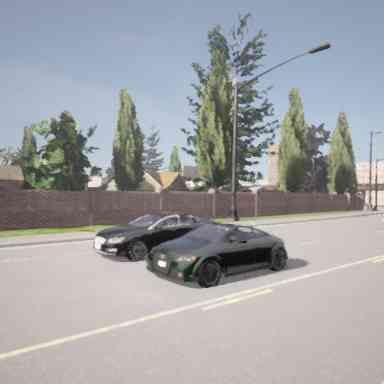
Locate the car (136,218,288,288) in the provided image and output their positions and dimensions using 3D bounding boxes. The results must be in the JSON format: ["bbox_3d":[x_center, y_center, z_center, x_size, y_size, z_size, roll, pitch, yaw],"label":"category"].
[{"bbox_3d":[0.829,1.591,9.408,4.181,1.385,1.994,1,0,-38],"label":"car"}]

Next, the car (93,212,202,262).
[{"bbox_3d":[-1.135,1.511,12.316,4.902,1.511,2.128,1,0,-38],"label":"car"}]
